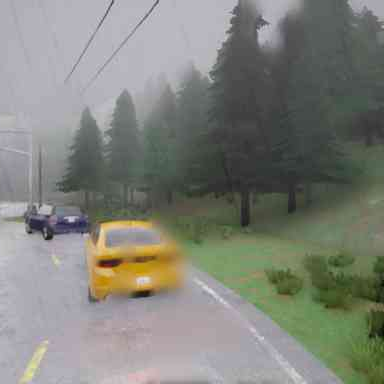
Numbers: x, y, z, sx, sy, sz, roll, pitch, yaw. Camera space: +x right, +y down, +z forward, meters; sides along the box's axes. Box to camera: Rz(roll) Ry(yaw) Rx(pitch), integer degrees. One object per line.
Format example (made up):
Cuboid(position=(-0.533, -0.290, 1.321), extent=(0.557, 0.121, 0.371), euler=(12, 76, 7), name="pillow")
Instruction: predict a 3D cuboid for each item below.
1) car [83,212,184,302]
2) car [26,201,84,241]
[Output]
Cuboid(position=(-1.678, 1.470, 8.441), extent=(1.882, 1.535, 5.008), euler=(0, 0, -19), name="car")
Cuboid(position=(-6.951, 1.337, 17.086), extent=(2.097, 1.767, 4.553), euler=(0, 0, -40), name="car")
